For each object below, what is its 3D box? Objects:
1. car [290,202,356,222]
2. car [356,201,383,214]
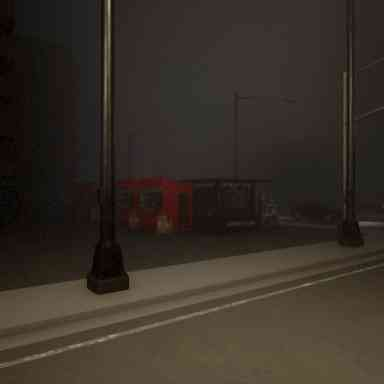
[{"bbox_3d":[10.484,1.612,27.571,1.837,1.490,4.892,0,-1,-36],"label":"car"},{"bbox_3d":[20.353,1.710,38.135,1.994,1.385,4.181,0,-1,-36],"label":"car"}]
